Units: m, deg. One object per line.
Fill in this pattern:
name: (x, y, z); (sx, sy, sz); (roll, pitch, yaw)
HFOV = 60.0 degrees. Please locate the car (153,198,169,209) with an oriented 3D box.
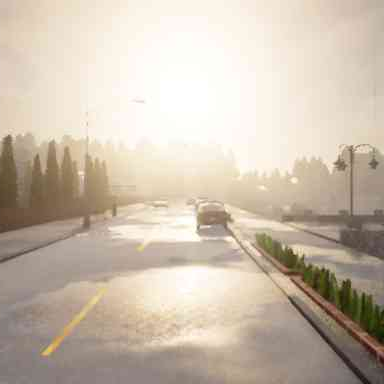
car: (-4.074, 1.534, 45.151); (2.033, 1.411, 5.357); (0, 0, 0)

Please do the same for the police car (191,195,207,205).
police car: (1.147, 1.365, 31.467); (1.930, 1.638, 5.238); (-4, 0, 0)

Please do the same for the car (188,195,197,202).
car: (0.009, 1.360, 69.710); (1.837, 1.490, 4.892); (0, 0, 0)

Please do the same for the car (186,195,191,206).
car: (0.008, 1.547, 54.722); (1.994, 1.385, 4.181); (0, 0, 0)

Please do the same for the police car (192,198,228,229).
police car: (1.163, 1.395, 21.475); (1.930, 1.638, 5.238); (-2, -1, 0)
